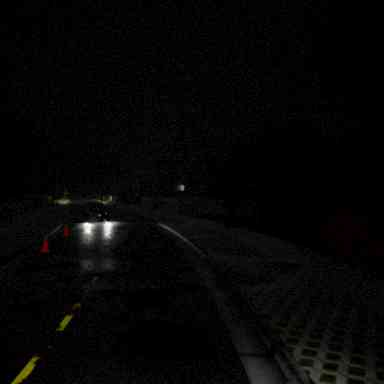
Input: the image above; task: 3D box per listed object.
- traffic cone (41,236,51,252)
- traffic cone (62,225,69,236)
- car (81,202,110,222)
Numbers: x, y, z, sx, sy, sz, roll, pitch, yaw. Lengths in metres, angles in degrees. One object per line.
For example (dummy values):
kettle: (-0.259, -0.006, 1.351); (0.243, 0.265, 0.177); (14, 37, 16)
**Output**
traffic cone: (-5.648, 2.002, 12.850); (0.340, 0.580, 0.340); (0, 0, -10)
traffic cone: (-6.663, 2.013, 17.588); (0.340, 0.580, 0.340); (0, 0, -14)
car: (-8.126, 1.581, 27.814); (1.837, 1.490, 4.892); (0, 0, -25)
